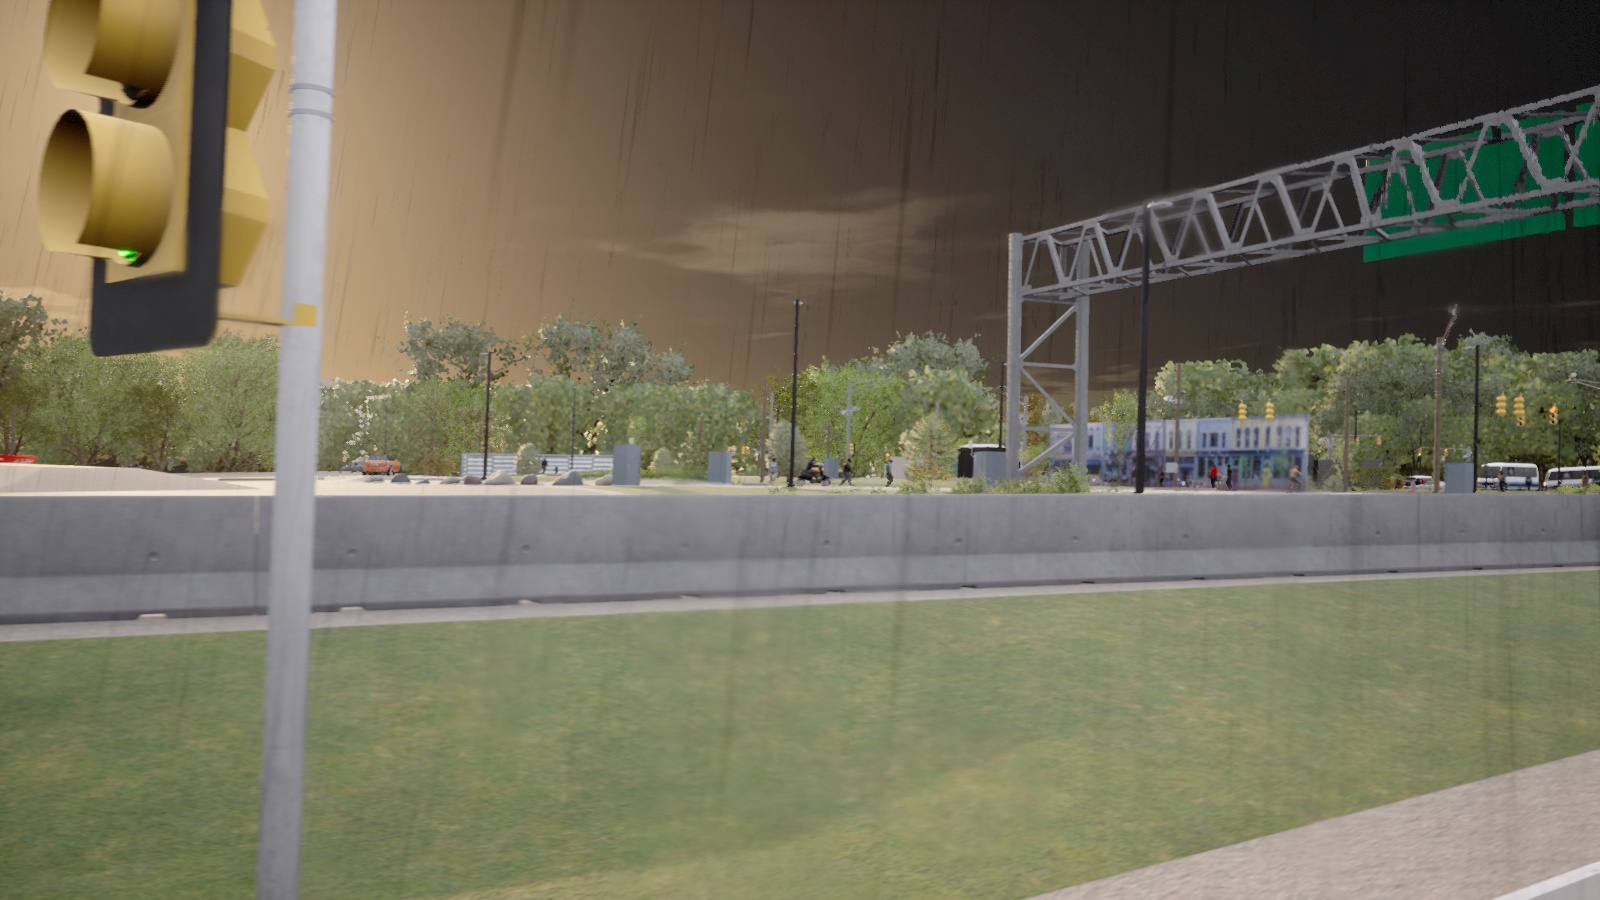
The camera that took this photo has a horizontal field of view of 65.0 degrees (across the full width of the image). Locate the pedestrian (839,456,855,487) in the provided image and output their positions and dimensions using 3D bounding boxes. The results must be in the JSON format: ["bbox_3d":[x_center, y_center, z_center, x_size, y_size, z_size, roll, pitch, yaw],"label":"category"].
[{"bbox_3d":[2.850,1.298,75.807,0.849,1.883,0.563,2,-1,-8],"label":"pedestrian"}]

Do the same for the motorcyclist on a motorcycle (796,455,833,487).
[{"bbox_3d":[0.729,1.089,64.081,1.817,1.590,0.866,1,-2,4],"label":"motorcyclist on a motorcycle"}]

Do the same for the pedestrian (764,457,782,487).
[{"bbox_3d":[-1.711,1.363,78.680,0.874,1.855,0.900,2,-1,-14],"label":"pedestrian"}]
